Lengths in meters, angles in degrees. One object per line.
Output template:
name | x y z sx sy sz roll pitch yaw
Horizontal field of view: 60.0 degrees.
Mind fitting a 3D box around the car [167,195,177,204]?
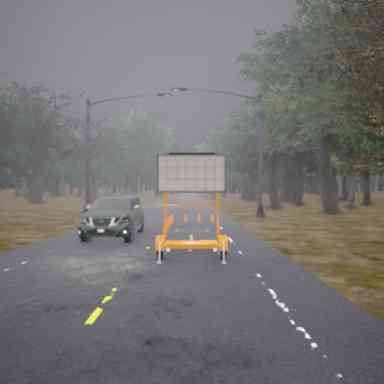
car | -3.547 1.299 57.848 1.837 1.490 4.892 0 0 0

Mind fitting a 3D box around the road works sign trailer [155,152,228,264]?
road works sign trailer | -0.011 0.417 11.645 2.380 3.560 2.880 0 0 0

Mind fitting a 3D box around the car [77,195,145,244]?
car | -3.594 1.158 15.878 2.150 2.045 5.566 0 0 0
